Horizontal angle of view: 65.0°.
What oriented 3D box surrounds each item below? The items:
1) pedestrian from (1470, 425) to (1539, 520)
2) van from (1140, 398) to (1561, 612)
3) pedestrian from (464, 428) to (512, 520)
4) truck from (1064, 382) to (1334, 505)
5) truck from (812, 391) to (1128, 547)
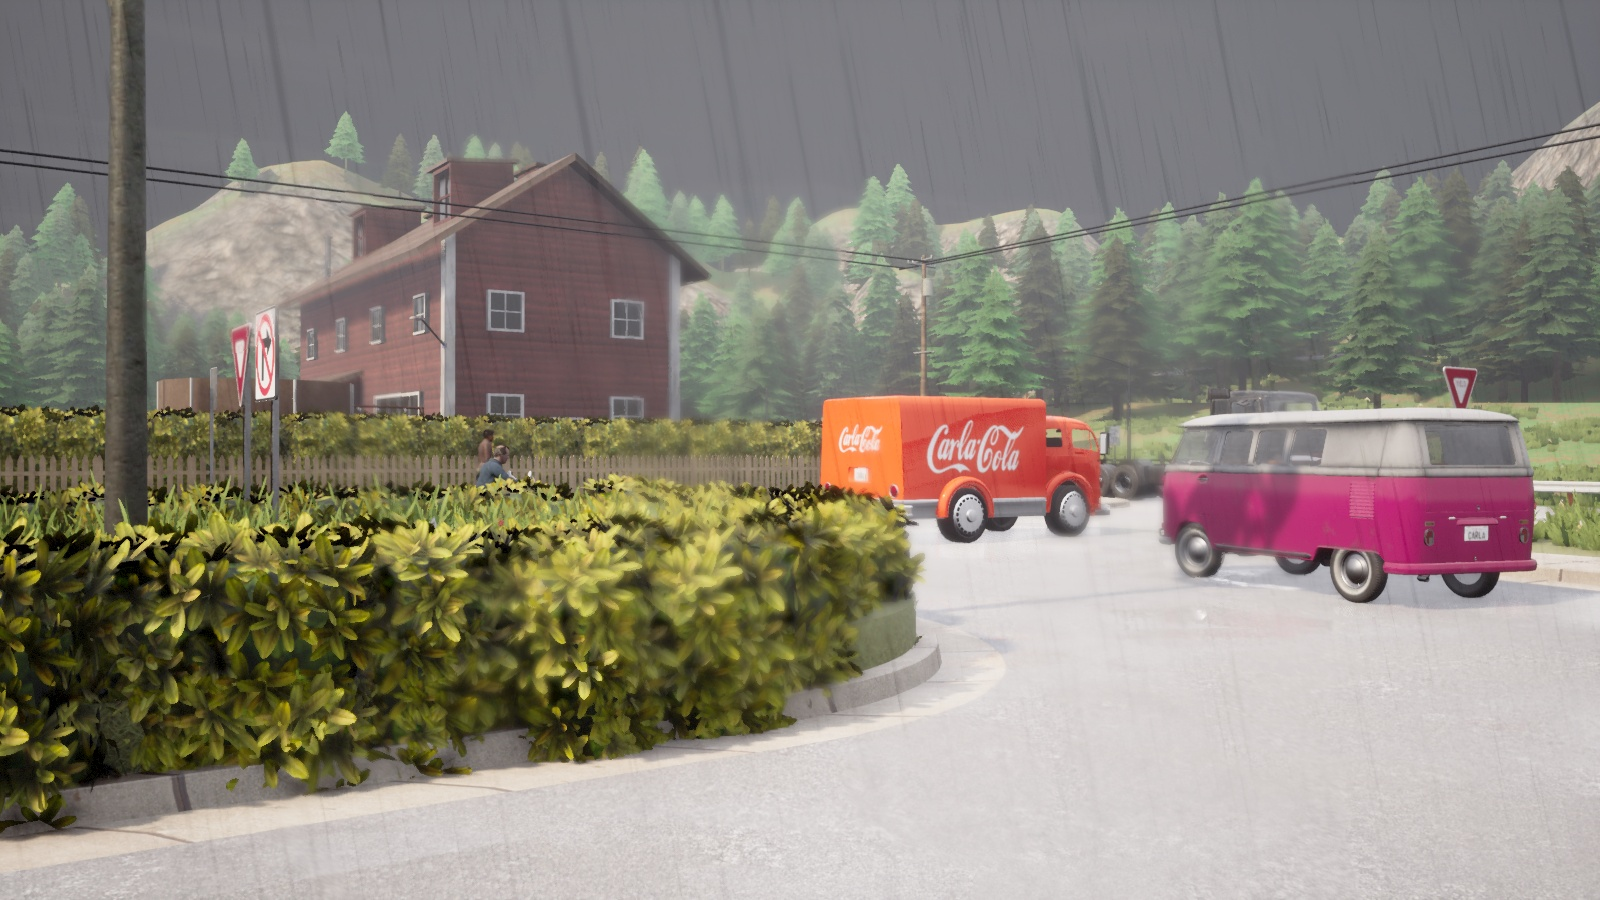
[{"bbox_3d":[14.067,0.432,25.087,0.900,1.855,0.874,0,0,-31],"label":"pedestrian"},{"bbox_3d":[5.870,0.520,14.076,1.775,1.987,4.442,0,0,-19],"label":"van"},{"bbox_3d":[-6.255,0.475,25.170,0.869,1.805,0.328,0,0,-35],"label":"pedestrian"},{"bbox_3d":[12.222,-0.166,39.272,2.891,3.462,7.936,0,0,-34],"label":"truck"},{"bbox_3d":[3.098,0.306,22.486,5.204,2.467,2.627,0,0,-35],"label":"truck"}]
